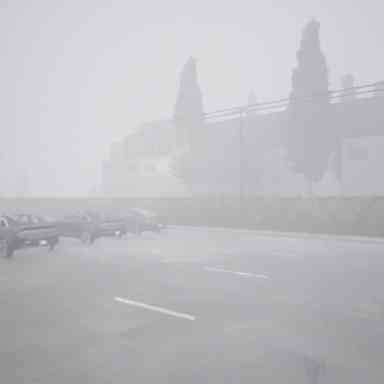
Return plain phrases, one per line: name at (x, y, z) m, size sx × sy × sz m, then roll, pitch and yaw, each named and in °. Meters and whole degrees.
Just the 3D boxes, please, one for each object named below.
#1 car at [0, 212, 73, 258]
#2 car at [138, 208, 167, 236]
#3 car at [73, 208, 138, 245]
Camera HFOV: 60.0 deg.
car at (-7.322, 1.631, 13.420) m, size 4.902 × 1.511 × 2.128 m, roll -1°, pitch 0°, yaw 36°
car at (-3.575, 1.667, 19.350) m, size 4.674 × 1.442 × 1.812 m, roll 0°, pitch 0°, yaw 36°
car at (-5.287, 1.631, 16.267) m, size 4.902 × 1.511 × 2.128 m, roll -1°, pitch 0°, yaw 36°
